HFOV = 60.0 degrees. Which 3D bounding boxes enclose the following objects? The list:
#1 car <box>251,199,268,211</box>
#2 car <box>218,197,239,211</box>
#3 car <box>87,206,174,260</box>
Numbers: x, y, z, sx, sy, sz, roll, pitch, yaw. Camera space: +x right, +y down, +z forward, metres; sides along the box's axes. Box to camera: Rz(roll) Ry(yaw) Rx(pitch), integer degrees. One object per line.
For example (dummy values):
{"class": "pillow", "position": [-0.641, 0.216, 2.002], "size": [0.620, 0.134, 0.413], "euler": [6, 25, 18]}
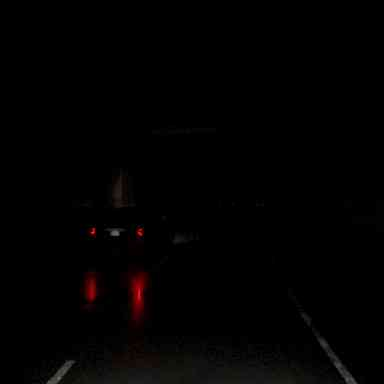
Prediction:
{"class": "car", "position": [8.382, 1.563, 41.439], "size": [2.033, 1.411, 5.357], "euler": [0, 0, 14]}
{"class": "car", "position": [4.547, 1.361, 40.559], "size": [2.097, 1.767, 4.553], "euler": [0, 0, 14]}
{"class": "car", "position": [-2.103, 1.349, 12.678], "size": [2.097, 1.767, 4.553], "euler": [0, 0, 9]}
